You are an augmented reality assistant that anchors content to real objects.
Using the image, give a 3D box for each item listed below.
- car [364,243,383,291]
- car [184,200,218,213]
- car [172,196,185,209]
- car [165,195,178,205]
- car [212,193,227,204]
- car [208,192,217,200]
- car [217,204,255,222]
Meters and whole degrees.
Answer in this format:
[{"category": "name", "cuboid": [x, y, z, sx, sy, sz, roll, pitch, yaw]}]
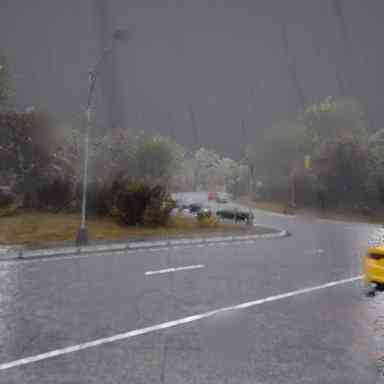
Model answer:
[{"category": "car", "cuboid": [6.257, 1.663, 8.216, 5.008, 1.535, 1.882, 2, -1, -35]}, {"category": "car", "cuboid": [1.052, 2.081, 42.640, 2.128, 1.511, 4.902, 3, 0, -19]}, {"category": "car", "cuboid": [-1.782, 1.901, 52.224, 1.994, 1.385, 4.181, 3, 1, -14]}, {"category": "car", "cuboid": [-3.917, 1.422, 62.447, 1.882, 1.535, 5.008, 3, 2, -10]}, {"category": "car", "cuboid": [6.006, 1.737, 68.391, 1.837, 1.490, 4.892, 2, 2, -7]}, {"category": "car", "cuboid": [4.962, 1.043, 78.514, 2.150, 2.045, 5.566, 2, 2, -1]}, {"category": "car", "cuboid": [4.397, 2.288, 33.839, 1.895, 1.301, 4.718, 3, -1, -23]}]
